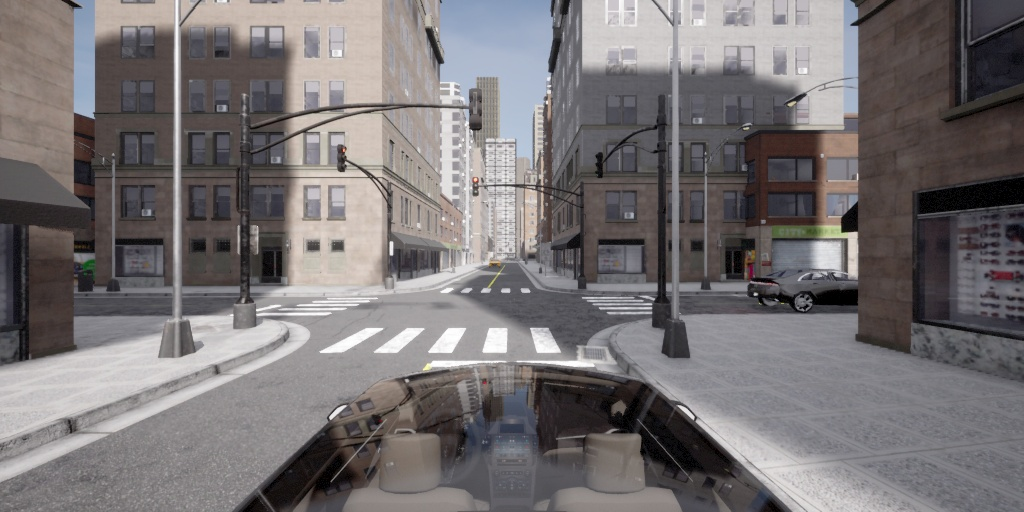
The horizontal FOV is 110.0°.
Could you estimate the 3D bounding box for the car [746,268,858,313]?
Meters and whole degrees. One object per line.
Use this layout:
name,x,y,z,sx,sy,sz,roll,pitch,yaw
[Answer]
car,11.431,1.209,13.251,4.902,1.511,2.128,0,0,0

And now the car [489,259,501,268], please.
car,-2.978,1.207,62.939,1.882,1.535,5.008,0,0,0
